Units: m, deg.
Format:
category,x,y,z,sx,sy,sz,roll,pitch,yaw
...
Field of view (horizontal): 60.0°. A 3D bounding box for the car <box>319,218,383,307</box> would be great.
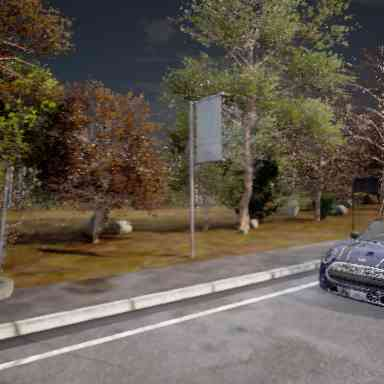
category,x,y,z,sx,sy,sz,roll,pitch,yaw
car,4.956,1.371,7.676,4.553,1.767,2.097,0,0,-37
